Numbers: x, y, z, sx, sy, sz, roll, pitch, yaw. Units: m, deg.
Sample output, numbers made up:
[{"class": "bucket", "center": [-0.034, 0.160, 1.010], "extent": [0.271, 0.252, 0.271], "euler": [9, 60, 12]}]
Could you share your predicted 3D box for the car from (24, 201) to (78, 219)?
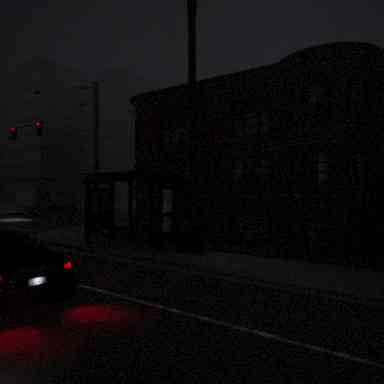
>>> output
[{"class": "car", "center": [-12.462, 1.525, 29.643], "extent": [1.812, 1.442, 4.674], "euler": [0, 0, 36]}]

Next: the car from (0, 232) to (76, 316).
[{"class": "car", "center": [-4.388, 1.564, 7.129], "extent": [4.181, 1.385, 1.994], "euler": [0, 0, 36]}]
